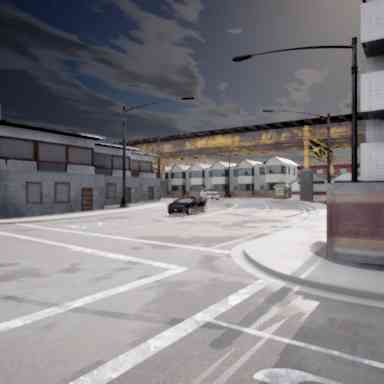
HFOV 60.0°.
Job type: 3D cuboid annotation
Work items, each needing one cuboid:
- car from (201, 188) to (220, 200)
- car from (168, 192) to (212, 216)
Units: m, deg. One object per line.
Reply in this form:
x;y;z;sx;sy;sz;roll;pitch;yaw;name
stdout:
2.866;0.328;54.670;2.150;2.045;5.566;0;0;-11;car
-0.282;1.087;27.959;1.882;1.535;5.008;0;2;24;car
